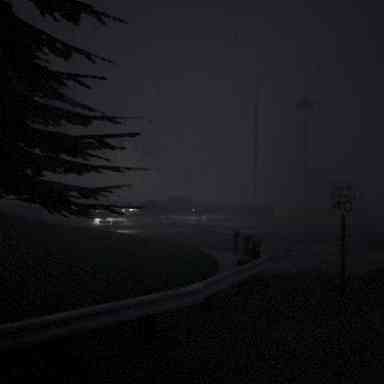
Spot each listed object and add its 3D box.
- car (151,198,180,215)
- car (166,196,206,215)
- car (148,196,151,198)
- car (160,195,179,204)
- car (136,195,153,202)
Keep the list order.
[{"bbox_3d":[-4.004,1.775,37.418,2.128,1.511,4.902,1,0,-42],"label":"car"},{"bbox_3d":[-0.850,1.539,39.157,2.150,2.045,5.566,1,0,-42],"label":"car"},{"bbox_3d":[-7.755,1.922,72.977,1.895,1.301,4.718,1,0,-42],"label":"car"},{"bbox_3d":[-5.113,1.720,75.278,2.097,1.767,4.553,1,0,-42],"label":"car"},{"bbox_3d":[-11.849,1.664,82.719,1.882,1.535,5.008,1,0,-42],"label":"car"}]
